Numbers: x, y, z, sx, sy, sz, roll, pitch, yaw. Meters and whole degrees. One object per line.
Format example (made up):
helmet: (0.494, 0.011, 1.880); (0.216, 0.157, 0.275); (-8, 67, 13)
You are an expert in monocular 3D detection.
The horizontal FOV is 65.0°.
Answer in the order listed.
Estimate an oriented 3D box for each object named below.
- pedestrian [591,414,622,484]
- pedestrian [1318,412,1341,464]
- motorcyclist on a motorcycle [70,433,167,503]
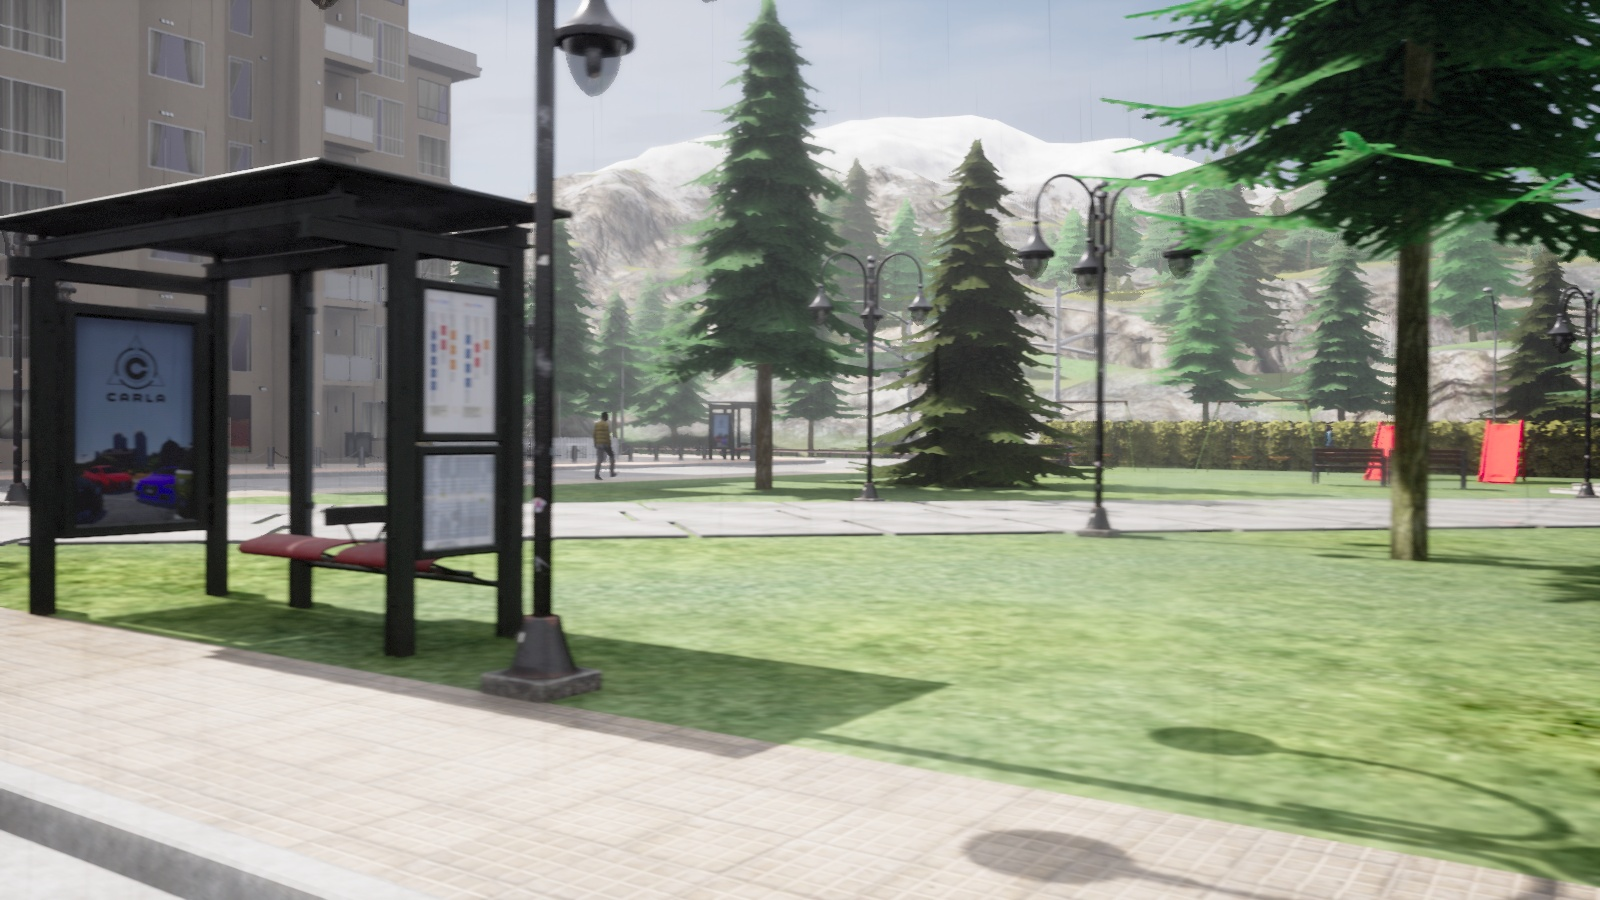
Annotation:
pedestrian: (-5.106, -0.029, 33.148); (0.431, 1.840, 0.709); (0, 1, 33)
pedestrian: (20.113, -0.458, 47.694); (0.396, 1.930, 0.692); (-1, 1, -42)
motorcyclist on a motorcycle: (-16.272, 0.407, 30.008); (0.866, 1.590, 1.817); (0, 1, 34)
